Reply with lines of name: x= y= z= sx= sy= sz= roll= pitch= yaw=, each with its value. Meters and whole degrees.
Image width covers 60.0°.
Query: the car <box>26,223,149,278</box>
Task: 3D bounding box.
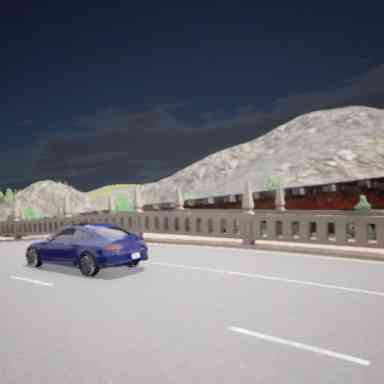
car: x=-3.467 y=1.731 z=10.765 sx=4.674 sy=1.442 sz=1.812 roll=-3 pitch=-2 yaw=35
